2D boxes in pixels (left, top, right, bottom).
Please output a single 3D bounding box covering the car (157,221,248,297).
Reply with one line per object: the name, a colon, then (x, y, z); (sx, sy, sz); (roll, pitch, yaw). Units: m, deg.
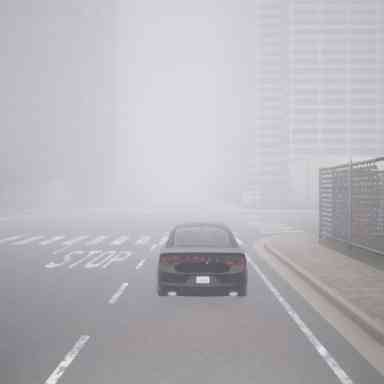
car: (0.231, 1.478, 8.645); (1.882, 1.535, 5.008); (0, 0, 1)
